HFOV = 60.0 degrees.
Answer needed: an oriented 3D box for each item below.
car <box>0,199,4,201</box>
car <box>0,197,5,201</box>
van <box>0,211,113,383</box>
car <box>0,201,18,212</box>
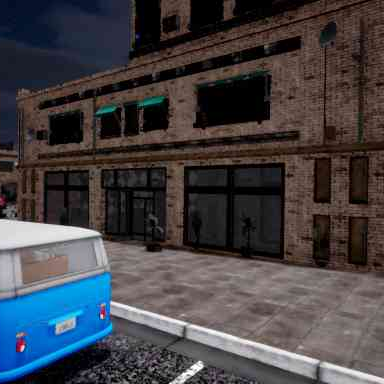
[{"bbox_3d":[-21.783,1.684,33.348,1.994,1.385,4.181,1,0,36],"label":"car"},{"bbox_3d":[-22.873,1.411,36.230,2.192,1.841,5.009,0,0,36],"label":"car"},{"bbox_3d":[-2.995,1.340,4.998,3.998,1.788,1.690,0,1,36],"label":"van"},{"bbox_3d":[-16.121,1.793,31.270,1.947,1.339,4.313,0,0,36],"label":"car"}]
